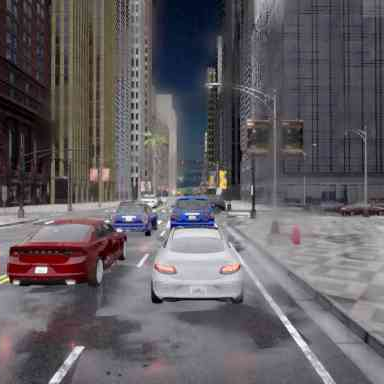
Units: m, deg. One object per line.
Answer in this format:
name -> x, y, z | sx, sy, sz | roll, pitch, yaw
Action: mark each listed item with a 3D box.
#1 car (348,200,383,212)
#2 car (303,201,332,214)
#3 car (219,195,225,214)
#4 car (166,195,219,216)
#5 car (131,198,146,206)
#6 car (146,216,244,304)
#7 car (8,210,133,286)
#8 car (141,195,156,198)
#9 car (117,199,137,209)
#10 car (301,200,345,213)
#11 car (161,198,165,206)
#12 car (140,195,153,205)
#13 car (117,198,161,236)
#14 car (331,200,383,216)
car -> 20.856, 1.643, 38.757 | 4.313, 1.339, 1.947 | 0, 0, -1
car -> 14.479, 1.631, 35.909 | 4.181, 1.385, 1.994 | 0, -1, -1
car -> 0.726, 1.322, 34.216 | 5.566, 2.045, 2.150 | 0, -1, -21
car -> 0.040, 1.257, 17.762 | 2.150, 2.045, 5.566 | 0, 0, 1
car -> -9.769, 1.827, 60.827 | 1.812, 1.442, 4.674 | 0, 0, 1
car -> 0.105, 1.534, 8.060 | 1.812, 1.442, 4.674 | 0, 0, 0
car -> -3.144, 1.489, 9.432 | 1.882, 1.535, 5.008 | 0, 0, 0
car -> -6.557, 1.453, 50.959 | 2.150, 2.045, 5.566 | 0, 0, 0
car -> -9.806, 1.778, 50.918 | 2.033, 1.411, 5.357 | 0, 0, 0
car -> 15.216, 1.663, 38.674 | 4.313, 1.339, 1.947 | 0, 0, -1
car -> -6.520, 1.805, 60.671 | 1.837, 1.490, 4.892 | 0, 0, 1
car -> -9.692, 1.609, 71.401 | 2.150, 2.045, 5.566 | 0, 0, 0
car -> -3.135, 1.391, 18.659 | 2.097, 1.767, 4.553 | 0, 0, 0
car -> 15.339, 1.577, 30.151 | 4.206, 1.307, 1.802 | 0, 0, -1
